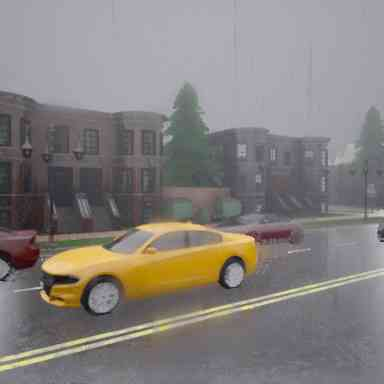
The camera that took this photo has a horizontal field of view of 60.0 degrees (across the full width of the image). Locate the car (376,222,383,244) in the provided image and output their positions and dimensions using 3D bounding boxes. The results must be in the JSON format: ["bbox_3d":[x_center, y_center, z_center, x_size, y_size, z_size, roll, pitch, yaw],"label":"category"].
[{"bbox_3d":[10.061,1.490,14.563,4.902,1.511,2.128,0,0,-32],"label":"car"}]

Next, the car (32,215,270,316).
[{"bbox_3d":[-0.739,1.477,7.652,5.008,1.535,1.882,0,0,-33],"label":"car"}]

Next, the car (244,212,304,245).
[{"bbox_3d":[2.772,1.563,14.065,4.181,1.385,1.994,0,0,-33],"label":"car"}]

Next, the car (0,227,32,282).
[{"bbox_3d":[-6.519,1.477,8.289,5.008,1.535,1.882,0,0,-29],"label":"car"}]
